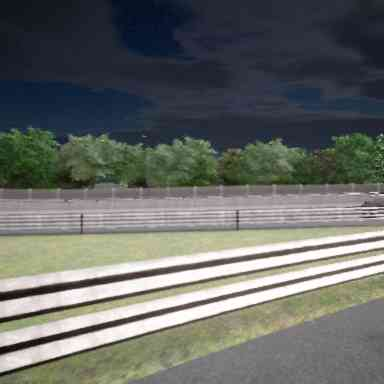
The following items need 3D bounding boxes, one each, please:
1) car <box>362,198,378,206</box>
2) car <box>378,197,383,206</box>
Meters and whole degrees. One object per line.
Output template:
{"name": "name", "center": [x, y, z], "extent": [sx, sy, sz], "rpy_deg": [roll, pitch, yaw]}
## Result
{"name": "car", "center": [21.061, 1.246, 35.321], "extent": [5.357, 1.411, 2.033], "rpy_deg": [-1, 1, -3]}
{"name": "car", "center": [21.230, 1.287, 31.825], "extent": [5.357, 1.411, 2.033], "rpy_deg": [-1, 1, -3]}
